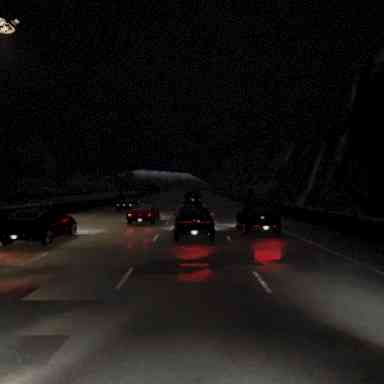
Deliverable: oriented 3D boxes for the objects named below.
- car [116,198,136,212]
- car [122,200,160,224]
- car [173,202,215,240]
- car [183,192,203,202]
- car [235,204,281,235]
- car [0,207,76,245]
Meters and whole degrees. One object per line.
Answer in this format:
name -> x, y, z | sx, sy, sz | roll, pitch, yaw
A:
car -> -6.897, 1.344, 36.316 | 2.033, 1.411, 5.357 | 0, 1, 0
car -> -3.398, 1.522, 23.932 | 1.895, 1.301, 4.718 | 0, 0, 0
car -> 0.102, 1.472, 16.742 | 1.837, 1.490, 4.892 | 0, 0, 0
car -> 0.103, 0.972, 40.049 | 2.150, 2.045, 5.566 | 0, 1, 0
car -> 3.602, 1.462, 18.605 | 1.837, 1.490, 4.892 | 0, 0, 0
car -> -6.898, 1.478, 15.328 | 1.837, 1.490, 4.892 | 0, 0, 0
